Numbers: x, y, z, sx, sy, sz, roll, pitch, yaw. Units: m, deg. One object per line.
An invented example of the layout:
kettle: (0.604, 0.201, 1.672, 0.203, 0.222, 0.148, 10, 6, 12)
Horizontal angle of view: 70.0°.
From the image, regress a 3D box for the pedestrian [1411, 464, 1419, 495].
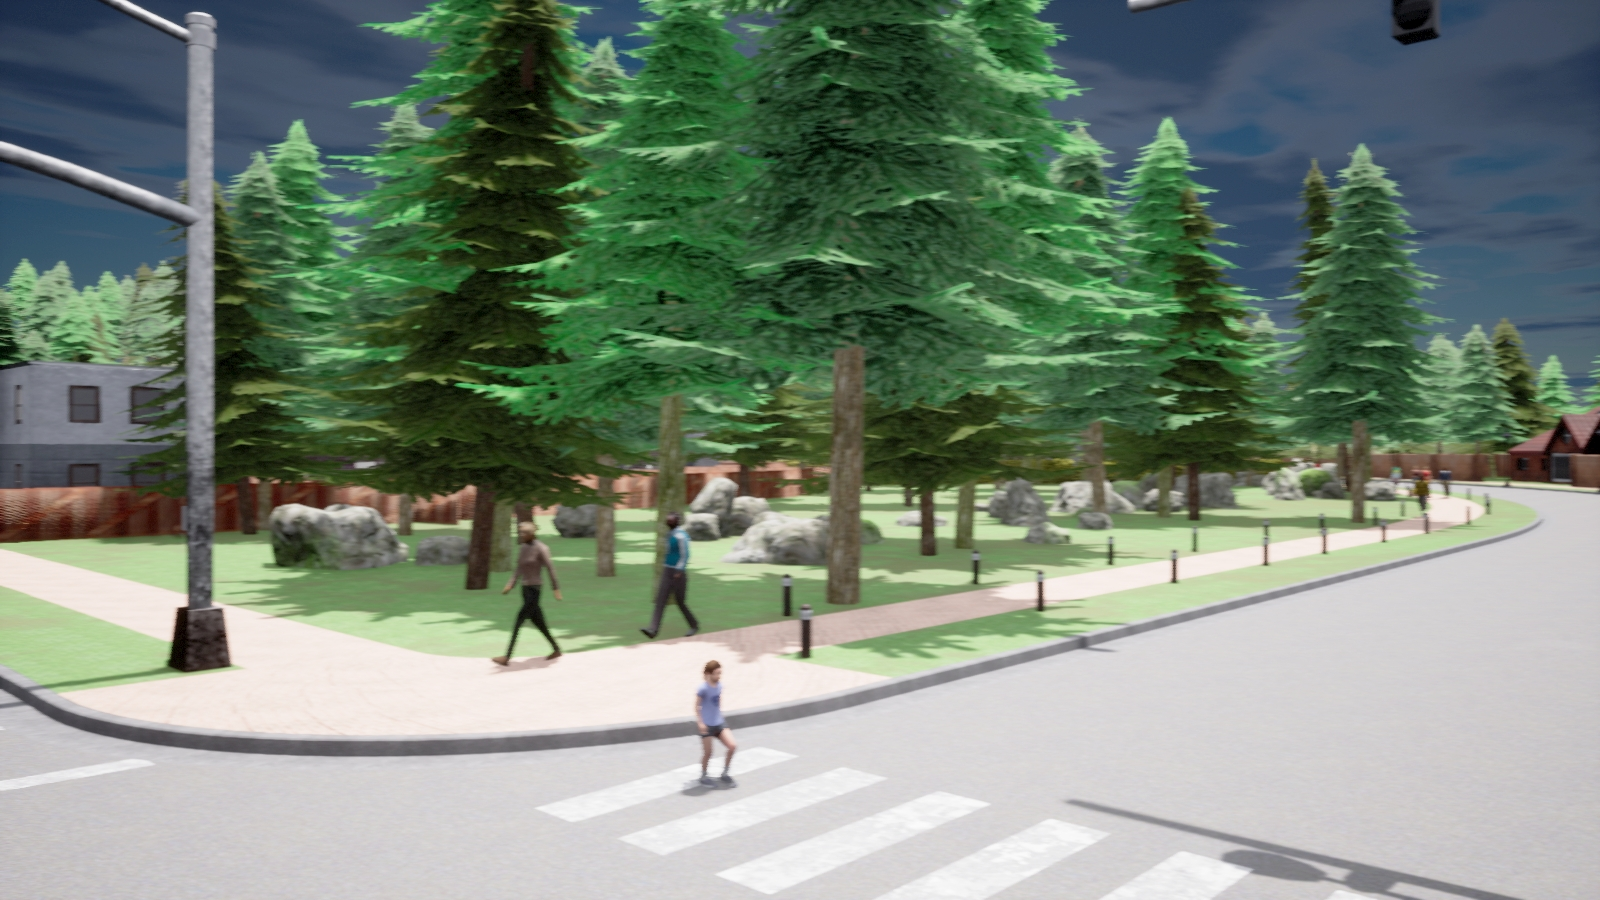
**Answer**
pedestrian: (37.159, 1.760, 68.993, 0.375, 1.860, 0.375, 0, 0, 20)

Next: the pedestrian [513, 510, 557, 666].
pedestrian: (-3.284, 1.693, 14.153, 0.375, 1.860, 0.375, 0, 0, 40)

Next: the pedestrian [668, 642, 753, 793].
pedestrian: (-0.745, 2.218, 9.557, 0.500, 1.100, 0.500, 0, 0, 40)

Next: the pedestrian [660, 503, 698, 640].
pedestrian: (-1.699, 1.686, 16.031, 0.375, 1.860, 0.375, 0, 0, 44)

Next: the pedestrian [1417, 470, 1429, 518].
pedestrian: (24.488, 1.726, 44.912, 0.375, 1.860, 0.375, 0, 0, 35)

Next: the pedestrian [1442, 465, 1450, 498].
pedestrian: (36.020, 1.752, 63.727, 0.375, 1.860, 0.375, 0, 0, 24)

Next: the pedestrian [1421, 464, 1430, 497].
pedestrian: (36.024, 1.755, 65.791, 0.375, 1.860, 0.375, 0, 0, 21)
